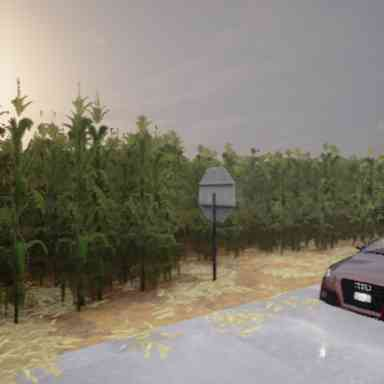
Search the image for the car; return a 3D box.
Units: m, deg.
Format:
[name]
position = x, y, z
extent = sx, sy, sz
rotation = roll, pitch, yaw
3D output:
[car]
position = 4.448, 1.557, 6.667
extent = 4.181, 1.385, 1.994
rotation = 0, 0, -35
